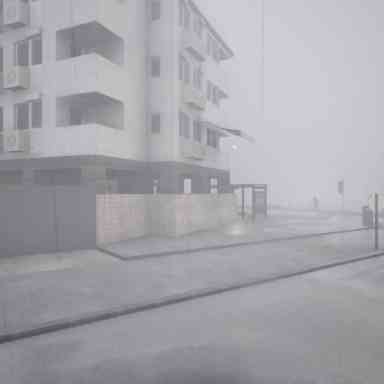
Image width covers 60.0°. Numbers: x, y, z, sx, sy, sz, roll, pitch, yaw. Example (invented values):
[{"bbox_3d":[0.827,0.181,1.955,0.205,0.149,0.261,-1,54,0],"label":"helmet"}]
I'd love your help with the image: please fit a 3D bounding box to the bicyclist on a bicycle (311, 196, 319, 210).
[{"bbox_3d":[14.652,1.349,39.554,1.656,1.620,0.582,0,0,-35],"label":"bicyclist on a bicycle"}]
